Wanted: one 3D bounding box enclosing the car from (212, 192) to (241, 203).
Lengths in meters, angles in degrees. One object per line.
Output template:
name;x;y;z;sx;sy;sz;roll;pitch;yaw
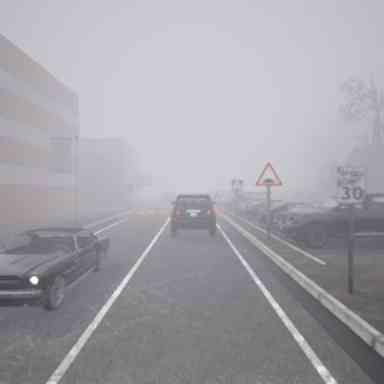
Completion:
car;5.761;0.848;55.546;4.553;1.767;2.185;0;0;-1

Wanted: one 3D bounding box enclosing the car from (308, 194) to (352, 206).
car;18.453;1.060;44.607;5.008;1.535;2.097;0;0;-1

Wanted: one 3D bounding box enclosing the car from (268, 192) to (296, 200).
car;18.141;0.845;67.203;5.008;1.535;2.097;0;2;-1

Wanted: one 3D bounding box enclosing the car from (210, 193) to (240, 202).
car;5.685;0.951;58.372;5.008;1.535;2.097;0;0;-1

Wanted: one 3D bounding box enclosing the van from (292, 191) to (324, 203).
van;18.453;0.767;52.953;4.442;1.987;1.878;0;0;-1

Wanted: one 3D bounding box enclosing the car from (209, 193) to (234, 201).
car;5.616;0.940;64.032;4.674;1.452;2.002;0;0;-1

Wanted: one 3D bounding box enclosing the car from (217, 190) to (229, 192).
car;5.915;0.939;44.244;4.553;1.767;2.185;0;0;-1

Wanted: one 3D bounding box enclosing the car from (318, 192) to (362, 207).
car;18.517;0.958;41.783;4.553;1.767;2.185;0;0;-1

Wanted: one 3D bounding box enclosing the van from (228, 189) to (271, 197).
van;6.155;0.930;32.943;4.442;1.987;1.878;0;0;-1

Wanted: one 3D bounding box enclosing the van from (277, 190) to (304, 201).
van;18.104;0.699;61.420;4.442;1.987;1.878;0;0;-1

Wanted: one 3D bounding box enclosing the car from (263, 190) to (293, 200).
car;18.080;0.524;70.030;5.566;2.045;2.435;0;1;-1

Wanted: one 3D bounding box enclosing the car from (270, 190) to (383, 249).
car;6.280;1.055;13.163;5.566;2.045;2.435;0;0;-1

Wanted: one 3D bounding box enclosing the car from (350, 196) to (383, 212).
car;18.633;1.182;33.191;4.792;1.488;2.163;0;0;-1

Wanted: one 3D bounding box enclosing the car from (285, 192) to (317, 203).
car;18.265;0.844;55.899;4.553;1.767;2.185;0;0;-1

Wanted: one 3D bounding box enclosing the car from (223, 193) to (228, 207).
car;5.997;1.174;35.769;4.674;1.452;2.002;0;0;-1

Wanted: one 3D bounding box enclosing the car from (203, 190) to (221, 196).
car;5.268;0.314;89.466;4.674;1.452;2.002;0;1;-1

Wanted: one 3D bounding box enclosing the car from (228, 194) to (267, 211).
car;6.048;1.209;30.118;4.792;1.488;2.163;0;0;-1

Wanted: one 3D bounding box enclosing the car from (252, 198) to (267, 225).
car;6.226;1.268;18.817;5.008;1.535;2.097;0;0;-1

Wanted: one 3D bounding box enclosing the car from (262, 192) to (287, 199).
car;18.040;0.733;72.860;4.792;1.488;2.163;0;1;-1

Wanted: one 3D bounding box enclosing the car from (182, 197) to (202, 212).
car;-0.045;1.278;34.871;1.994;1.385;4.181;0;1;0

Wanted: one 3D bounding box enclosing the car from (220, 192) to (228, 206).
car;6.147;1.108;38.596;5.366;1.575;1.946;0;0;-1

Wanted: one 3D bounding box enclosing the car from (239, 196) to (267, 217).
car;6.151;1.265;24.467;4.674;1.452;2.002;0;0;-1

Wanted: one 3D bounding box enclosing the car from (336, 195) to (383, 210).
car;18.568;1.129;36.138;5.008;1.535;2.097;0;0;-1

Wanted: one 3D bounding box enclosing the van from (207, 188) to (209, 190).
van;5.689;0.623;66.985;4.442;1.987;1.878;0;1;-1

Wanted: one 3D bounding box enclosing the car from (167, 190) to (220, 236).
car;0.058;1.081;17.509;2.150;2.045;5.566;0;0;0

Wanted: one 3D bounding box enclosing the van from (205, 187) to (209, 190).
van;5.614;0.484;72.514;4.442;1.987;1.878;0;1;-1

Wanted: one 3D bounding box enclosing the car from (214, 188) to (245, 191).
car;5.835;0.768;49.894;5.566;2.045;2.435;0;0;-1

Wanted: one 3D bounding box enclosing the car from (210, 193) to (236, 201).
car;5.649;0.968;61.197;4.674;1.452;2.002;0;0;-1

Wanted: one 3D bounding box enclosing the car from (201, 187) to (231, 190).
car;5.430;0.386;75.335;5.566;2.045;2.435;0;1;-1

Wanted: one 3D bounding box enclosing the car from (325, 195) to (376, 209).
car;18.520;1.106;38.961;5.008;1.535;2.097;0;0;-1

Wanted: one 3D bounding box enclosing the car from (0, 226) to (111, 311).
car;-3.371;1.545;7.733;1.895;1.301;4.718;0;0;0

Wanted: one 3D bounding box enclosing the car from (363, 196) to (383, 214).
car;18.638;1.175;30.366;5.008;1.535;2.097;0;0;-1

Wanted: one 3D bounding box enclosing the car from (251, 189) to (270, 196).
car;17.850;0.218;86.844;4.553;1.767;2.185;0;1;-1

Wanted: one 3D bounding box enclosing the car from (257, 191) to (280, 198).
car;18.002;0.562;78.380;4.892;1.521;2.231;0;1;-1

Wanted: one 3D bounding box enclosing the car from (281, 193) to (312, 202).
car;18.292;0.977;58.598;4.792;1.488;2.163;0;0;-1

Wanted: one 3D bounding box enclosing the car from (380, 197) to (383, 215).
car;18.677;1.198;27.543;5.008;1.535;2.097;0;0;-1

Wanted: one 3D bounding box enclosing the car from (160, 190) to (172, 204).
car;-3.614;0.772;50.806;2.150;2.045;5.566;0;0;0

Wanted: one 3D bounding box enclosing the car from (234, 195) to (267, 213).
car;6.118;1.242;27.293;4.674;1.452;2.002;0;0;-1

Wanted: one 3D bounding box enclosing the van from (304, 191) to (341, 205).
van;18.527;0.813;47.304;4.442;1.987;1.878;0;1;-1

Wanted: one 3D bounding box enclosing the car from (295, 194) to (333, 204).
car;18.380;1.017;50.129;4.892;1.521;2.231;0;0;-1

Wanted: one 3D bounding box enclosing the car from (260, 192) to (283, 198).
car;18.002;0.660;75.683;4.792;1.488;2.163;0;1;-1

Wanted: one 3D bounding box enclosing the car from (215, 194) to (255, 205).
car;6.030;1.039;47.073;5.366;1.575;1.946;0;0;-1
